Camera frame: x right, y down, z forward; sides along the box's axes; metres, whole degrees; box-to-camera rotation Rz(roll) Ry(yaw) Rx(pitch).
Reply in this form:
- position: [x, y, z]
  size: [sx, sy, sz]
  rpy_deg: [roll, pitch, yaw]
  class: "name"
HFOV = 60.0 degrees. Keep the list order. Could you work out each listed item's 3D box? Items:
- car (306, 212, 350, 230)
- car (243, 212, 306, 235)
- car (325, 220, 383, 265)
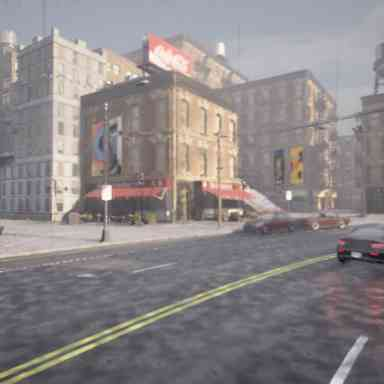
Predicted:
- position: [10.618, 2.354, 27.339]
  size: [4.718, 1.301, 1.895]
  rpy_deg: [0, -2, -26]
  class: "car"
- position: [5.811, 2.215, 24.221]
  size: [4.674, 1.452, 2.002]
  rpy_deg: [1, -2, -36]
  class: "car"
- position: [6.941, 1.852, 12.086]
  size: [4.674, 1.442, 1.812]
  rpy_deg: [1, -2, -41]
  class: "car"
